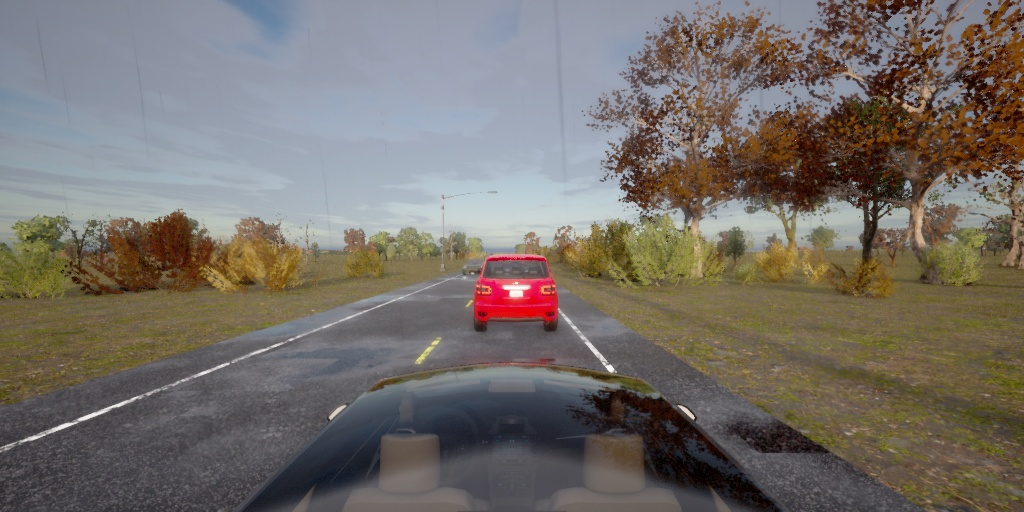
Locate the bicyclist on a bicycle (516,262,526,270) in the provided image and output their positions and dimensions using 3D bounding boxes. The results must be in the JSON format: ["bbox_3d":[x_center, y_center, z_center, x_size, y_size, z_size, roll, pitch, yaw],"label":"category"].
[{"bbox_3d":[0.861,1.110,30.199,0.659,1.776,1.843,0,0,0],"label":"bicyclist on a bicycle"}]

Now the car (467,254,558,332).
[{"bbox_3d":[0.079,0.968,11.020,2.150,2.045,5.566,0,0,-1],"label":"car"}]

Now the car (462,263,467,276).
[{"bbox_3d":[-3.749,1.090,36.314,2.097,1.767,4.553,0,0,0],"label":"car"}]
